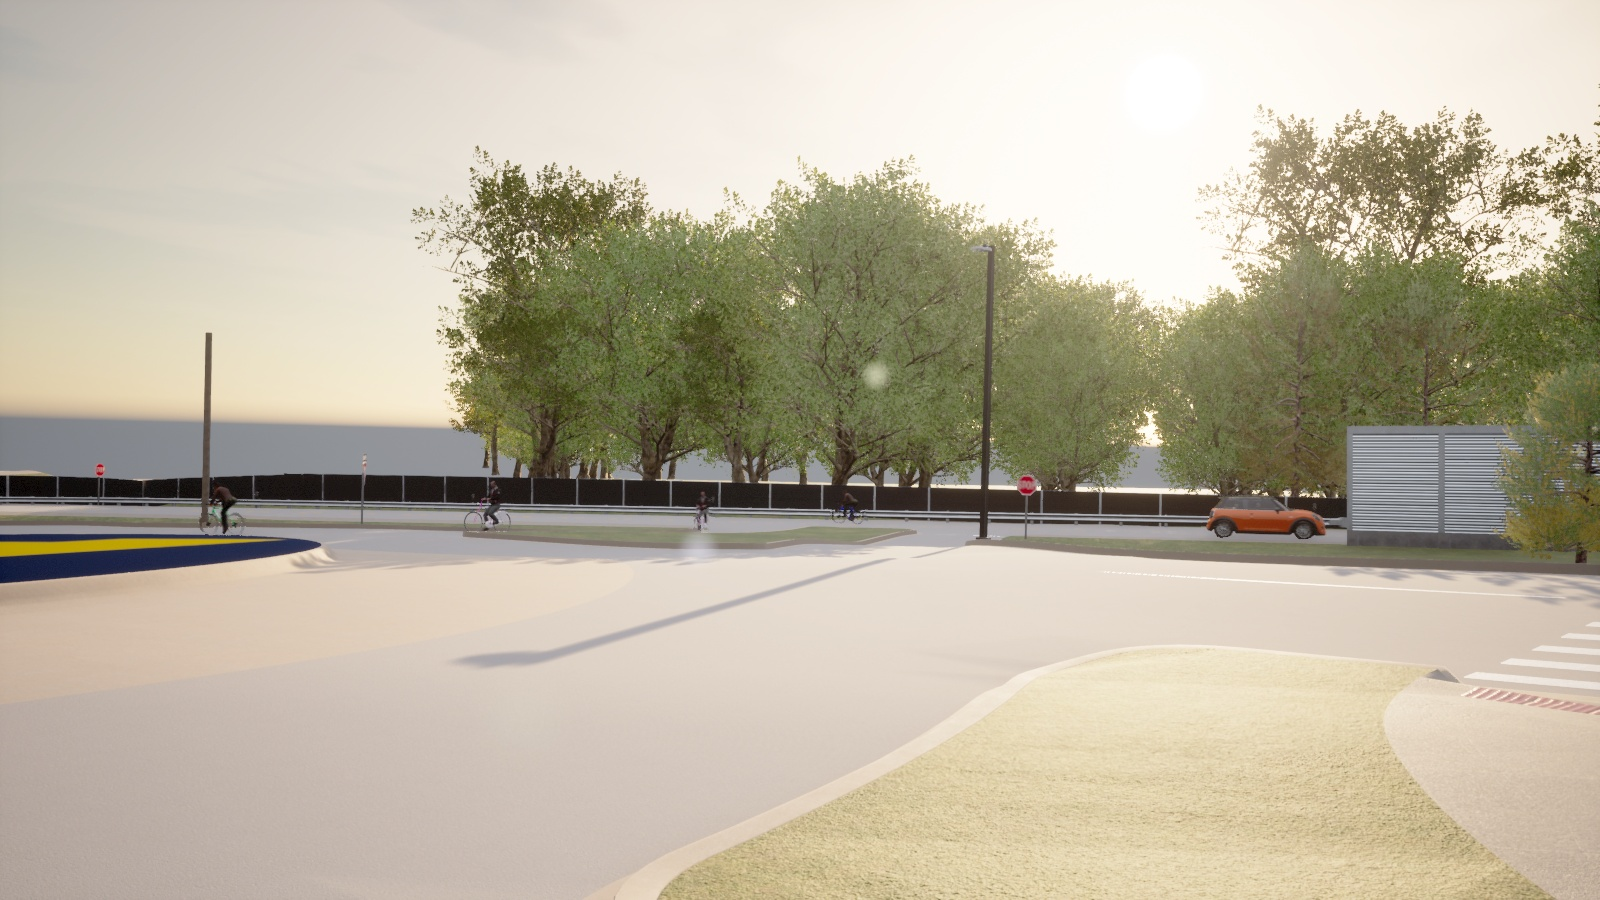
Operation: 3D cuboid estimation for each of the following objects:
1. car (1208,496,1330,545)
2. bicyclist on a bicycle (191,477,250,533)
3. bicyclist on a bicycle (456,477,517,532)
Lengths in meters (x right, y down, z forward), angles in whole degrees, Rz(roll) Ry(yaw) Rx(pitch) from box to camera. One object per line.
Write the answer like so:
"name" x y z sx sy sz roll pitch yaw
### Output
"car" 19.028 2.832 51.117 4.553 1.767 2.097 1 0 19
"bicyclist on a bicycle" -17.349 1.637 37.600 1.656 1.620 0.582 1 1 18
"bicyclist on a bicycle" -10.471 1.822 42.023 0.659 1.776 1.843 0 -3 41
